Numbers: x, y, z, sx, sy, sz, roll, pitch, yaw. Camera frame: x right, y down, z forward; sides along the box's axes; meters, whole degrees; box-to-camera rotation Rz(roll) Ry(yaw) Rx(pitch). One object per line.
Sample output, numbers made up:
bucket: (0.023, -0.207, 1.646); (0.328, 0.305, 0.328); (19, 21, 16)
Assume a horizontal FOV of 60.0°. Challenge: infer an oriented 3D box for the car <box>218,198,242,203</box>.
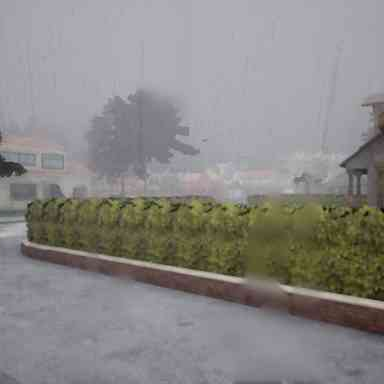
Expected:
car: (4.439, 1.484, 37.911); (2.128, 1.511, 4.902); (0, 0, 36)
